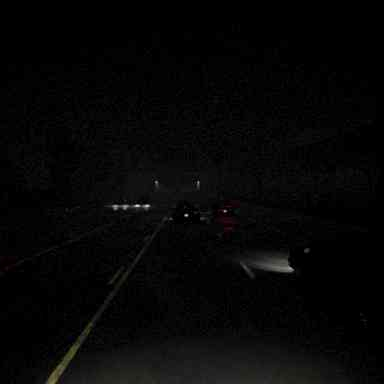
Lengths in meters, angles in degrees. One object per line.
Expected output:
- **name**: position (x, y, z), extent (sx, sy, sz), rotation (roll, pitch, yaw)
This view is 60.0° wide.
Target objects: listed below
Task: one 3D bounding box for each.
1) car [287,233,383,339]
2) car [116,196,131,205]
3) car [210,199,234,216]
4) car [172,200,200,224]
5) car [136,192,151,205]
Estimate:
- **car**: position (3.555, 1.518, 6.480), extent (2.033, 1.411, 5.357), rotation (0, 0, -2)
- **car**: position (-11.810, 1.388, 57.249), extent (1.882, 1.535, 5.008), rotation (0, 0, -1)
- **car**: position (2.891, 1.471, 32.182), extent (1.837, 1.490, 4.892), rotation (0, 0, -1)
- **car**: position (-0.436, 1.564, 24.702), extent (1.994, 1.385, 4.181), rotation (0, 0, -1)
- **car**: position (-8.318, 1.100, 57.759), extent (2.150, 2.045, 5.566), rotation (-1, 0, -1)
